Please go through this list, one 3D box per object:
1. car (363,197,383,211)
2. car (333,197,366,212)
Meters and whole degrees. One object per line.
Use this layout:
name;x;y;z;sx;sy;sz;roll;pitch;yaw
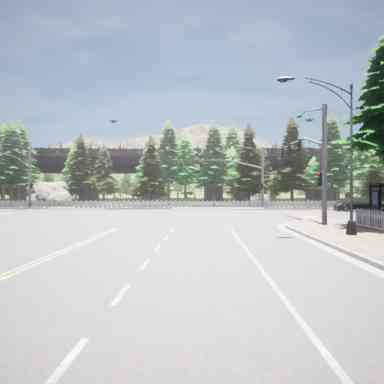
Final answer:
car;20.536;1.508;34.328;4.181;1.385;1.994;0;0;2
car;18.538;1.296;37.902;4.553;1.767;2.097;0;0;2
